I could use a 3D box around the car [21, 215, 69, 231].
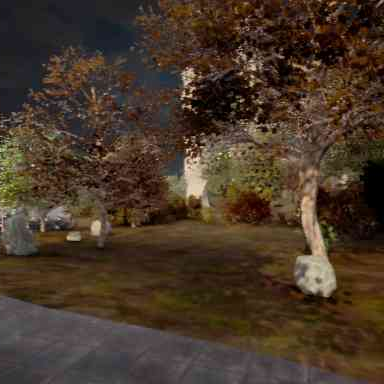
[{"bbox_3d":[-16.836,3.572,38.451,4.892,1.521,2.231,-1,-4,-19],"label":"car"}]

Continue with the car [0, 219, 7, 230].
[{"bbox_3d":[-24.508,4.295,43.701,1.994,1.385,4.181,-1,-4,-19],"label":"car"}]

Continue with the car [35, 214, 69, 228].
[{"bbox_3d":[-20.457,4.229,48.833,4.553,1.767,2.185,-1,-3,-19],"label":"car"}]

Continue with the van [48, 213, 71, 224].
[{"bbox_3d":[-27.717,5.518,69.611,4.442,1.987,1.878,-1,-3,-19],"label":"van"}]

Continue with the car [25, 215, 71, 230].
[{"bbox_3d":[-18.808,3.969,43.585,5.366,1.575,1.946,-1,-4,-19],"label":"car"}]

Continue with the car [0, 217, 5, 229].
[{"bbox_3d":[-30.708,4.796,51.702,2.097,1.767,4.553,-1,-3,-19],"label":"car"}]

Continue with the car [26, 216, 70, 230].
[{"bbox_3d":[-17.707,3.801,41.051,4.792,1.488,2.163,-1,-4,-19],"label":"car"}]

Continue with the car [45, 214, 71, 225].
[{"bbox_3d":[-25.879,5.300,64.552,4.553,1.767,2.185,-1,-3,-19],"label":"car"}]

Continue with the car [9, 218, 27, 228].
[{"bbox_3d":[-27.776,4.915,53.176,1.837,1.490,4.892,-1,-3,-19],"label":"car"}]

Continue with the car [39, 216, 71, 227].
[{"bbox_3d":[-22.213,4.760,54.037,4.674,1.452,2.002,-1,-3,-19],"label":"car"}]

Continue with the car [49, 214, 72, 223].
[{"bbox_3d":[-28.472,5.768,72.252,4.553,1.767,2.185,-1,-3,-19],"label":"car"}]

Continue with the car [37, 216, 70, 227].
[{"bbox_3d":[-21.322,4.577,51.437,4.674,1.452,2.002,-1,-3,-19],"label":"car"}]

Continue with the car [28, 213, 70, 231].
[{"bbox_3d":[-15.058,3.165,33.254,4.892,1.521,2.231,-1,-4,-19],"label":"car"}]

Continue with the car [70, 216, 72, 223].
[{"bbox_3d":[-15.952,3.368,35.852,5.008,1.535,2.097,-1,-4,-19],"label":"car"}]

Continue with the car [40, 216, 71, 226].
[{"bbox_3d":[-23.141,4.931,56.629,4.792,1.488,2.163,-1,-3,-19],"label":"car"}]

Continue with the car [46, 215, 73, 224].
[{"bbox_3d":[-26.706,5.582,67.033,4.892,1.521,2.231,-1,-3,-19],"label":"car"}]

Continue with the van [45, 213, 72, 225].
[{"bbox_3d":[-24.805,5.021,61.884,4.442,1.987,1.878,-1,-3,-19],"label":"van"}]
